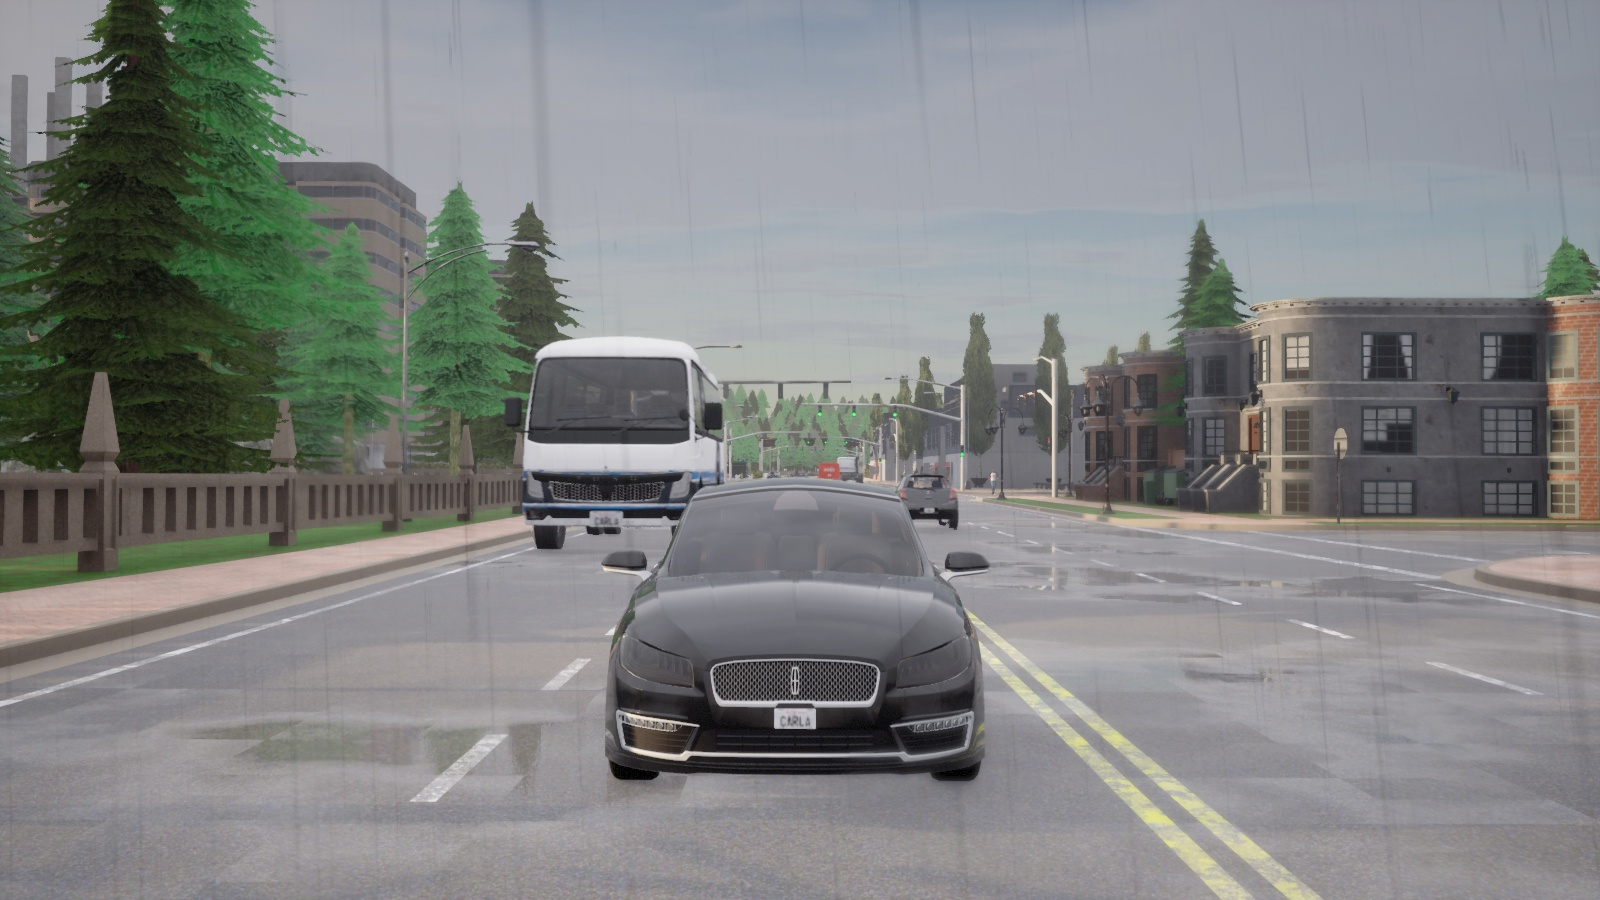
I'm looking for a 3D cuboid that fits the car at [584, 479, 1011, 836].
[{"bbox_3d":[-0.018,0.951,7.864,1.837,1.490,4.892,0,-1,0],"label":"car"}]

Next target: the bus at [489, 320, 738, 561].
[{"bbox_3d":[-3.570,-0.088,27.449,3.944,4.253,10.273,0,-1,0],"label":"bus"}]

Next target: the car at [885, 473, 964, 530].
[{"bbox_3d":[3.418,1.404,35.147,1.845,1.501,3.633,0,-1,0],"label":"car"}]
